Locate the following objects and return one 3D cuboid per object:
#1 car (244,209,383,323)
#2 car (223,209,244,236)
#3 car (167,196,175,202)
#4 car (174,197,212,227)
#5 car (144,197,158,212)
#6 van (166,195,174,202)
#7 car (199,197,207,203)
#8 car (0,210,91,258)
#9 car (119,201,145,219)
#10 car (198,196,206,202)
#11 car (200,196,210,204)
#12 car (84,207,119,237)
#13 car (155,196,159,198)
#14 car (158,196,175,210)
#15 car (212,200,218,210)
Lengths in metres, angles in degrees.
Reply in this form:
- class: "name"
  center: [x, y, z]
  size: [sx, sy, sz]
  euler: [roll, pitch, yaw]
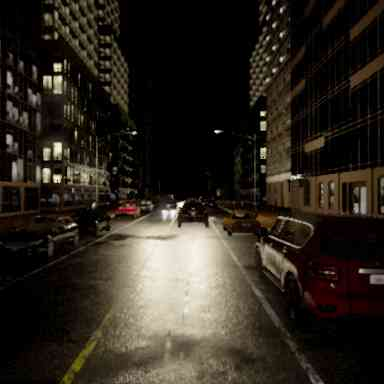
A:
- class: "car"
  center: [2.689, 1.348, 7.162]
  size: [2.192, 1.841, 5.009]
  euler: [0, 0, 0]
- class: "car"
  center: [2.677, 1.607, 18.714]
  size: [1.752, 1.417, 4.829]
  euler: [0, 0, 0]
- class: "car"
  center: [-5.768, 1.916, 92.548]
  size: [1.947, 1.339, 4.313]
  euler: [0, 0, 0]
- class: "car"
  center: [0.078, 1.453, 23.756]
  size: [2.097, 1.767, 4.553]
  euler: [0, 0, 0]
- class: "car"
  center: [-5.724, 1.721, 41.318]
  size: [2.008, 1.369, 4.403]
  euler: [0, 0, 0]
- class: "van"
  center: [-5.762, 1.673, 86.857]
  size: [1.690, 1.788, 3.998]
  euler: [0, 0, 0]
- class: "car"
  center: [2.622, 1.895, 81.156]
  size: [1.802, 1.307, 4.206]
  euler: [0, 0, 0]
- class: "car"
  center: [-5.698, 1.608, 12.857]
  size: [2.008, 1.369, 4.403]
  euler: [0, 0, 0]
- class: "car"
  center: [-5.713, 1.709, 29.933]
  size: [1.802, 1.307, 4.206]
  euler: [0, 0, 0]
- class: "car"
  center: [2.617, 1.857, 87.019]
  size: [1.752, 1.417, 4.829]
  euler: [0, 0, 0]
- class: "car"
  center: [2.633, 1.714, 69.772]
  size: [1.967, 1.590, 4.097]
  euler: [0, 0, 0]
- class: "car"
  center: [-5.704, 1.647, 18.550]
  size: [1.947, 1.339, 4.313]
  euler: [0, 0, 0]
- class: "car"
  center: [-5.733, 1.758, 52.703]
  size: [1.887, 1.381, 4.507]
  euler: [0, 0, 0]
- class: "car"
  center: [-3.093, 1.681, 46.040]
  size: [2.128, 1.511, 4.902]
  euler: [0, 0, 0]
- class: "car"
  center: [2.652, 1.758, 47.005]
  size: [1.947, 1.339, 4.313]
  euler: [0, 0, 0]
